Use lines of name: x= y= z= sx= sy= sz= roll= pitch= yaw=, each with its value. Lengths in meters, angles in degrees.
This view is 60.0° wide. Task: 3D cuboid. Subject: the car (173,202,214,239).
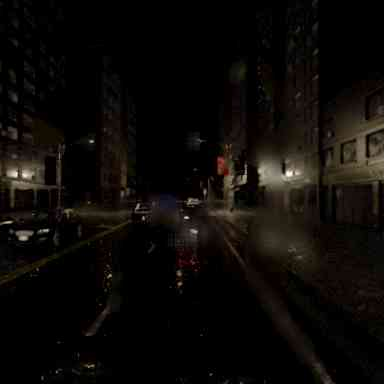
car: x=0.101 y=1.545 z=17.554 sx=1.837 sy=1.490 sz=4.892 roll=0 pitch=0 yaw=0

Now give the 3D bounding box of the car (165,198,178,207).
car: x=-3.147 y=1.541 z=48.388 sx=1.882 sy=1.535 sz=5.008 roll=0 pitch=0 yaw=0

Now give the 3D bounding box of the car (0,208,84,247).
car: x=-6.498 y=1.525 z=15.275 sx=2.128 sy=1.511 sz=4.902 roll=0 pitch=0 yaw=0

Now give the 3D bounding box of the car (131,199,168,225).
car: x=-3.183 y=1.541 z=24.322 sx=2.128 sy=1.511 sz=4.902 roll=0 pitch=0 yaw=0

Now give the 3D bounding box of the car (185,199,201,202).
car: x=0.104 y=1.553 z=41.576 sx=2.128 sy=1.511 sz=4.902 roll=0 pitch=0 yaw=0
